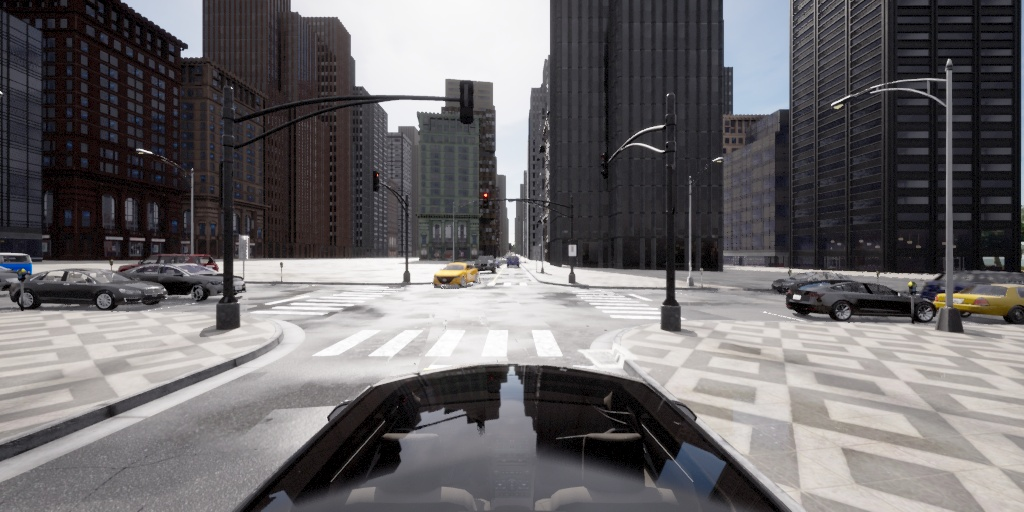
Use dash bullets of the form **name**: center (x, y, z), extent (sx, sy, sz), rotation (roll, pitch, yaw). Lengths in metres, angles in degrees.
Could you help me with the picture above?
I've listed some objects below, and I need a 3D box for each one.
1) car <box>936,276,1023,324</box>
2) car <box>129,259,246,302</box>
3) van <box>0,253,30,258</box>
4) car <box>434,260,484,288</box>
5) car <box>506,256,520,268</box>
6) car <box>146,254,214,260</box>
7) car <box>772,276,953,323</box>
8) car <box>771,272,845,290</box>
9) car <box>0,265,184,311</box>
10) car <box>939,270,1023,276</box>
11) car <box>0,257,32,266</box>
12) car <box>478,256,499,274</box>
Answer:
- **car**: center (17.957, 1.571, 12.649), extent (4.829, 1.417, 1.751), rotation (0, 0, 0)
- **car**: center (-14.134, 1.065, 15.358), extent (4.902, 1.511, 2.128), rotation (1, 0, 1)
- **van**: center (-31.114, 0.680, 21.170), extent (3.998, 1.789, 1.690), rotation (0, 0, 0)
- **car**: center (-3.683, 1.227, 24.438), extent (1.882, 1.535, 5.008), rotation (0, 0, 10)
- **car**: center (0.199, 0.974, 62.675), extent (2.150, 2.045, 5.566), rotation (0, 0, 0)
- **car**: center (-20.195, 0.799, 21.150), extent (5.009, 1.841, 2.192), rotation (0, 0, 0)
- **car**: center (12.145, 1.524, 12.660), extent (4.313, 1.339, 1.948), rotation (0, 0, 0)
- **car**: center (17.812, 1.591, 21.175), extent (4.403, 1.370, 2.007), rotation (0, 0, 0)
- **car**: center (-14.763, 1.116, 12.614), extent (4.403, 1.370, 2.007), rotation (0, 0, 0)
- **car**: center (20.807, 1.443, 15.411), extent (4.553, 1.767, 2.097), rotation (1, 0, 1)
- **car**: center (-23.549, 0.935, 15.388), extent (4.902, 1.511, 2.128), rotation (1, 0, 0)
- **car**: center (-3.030, 0.973, 41.682), extent (2.150, 2.045, 5.566), rotation (0, 0, 0)
